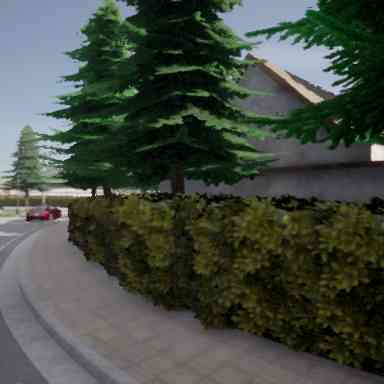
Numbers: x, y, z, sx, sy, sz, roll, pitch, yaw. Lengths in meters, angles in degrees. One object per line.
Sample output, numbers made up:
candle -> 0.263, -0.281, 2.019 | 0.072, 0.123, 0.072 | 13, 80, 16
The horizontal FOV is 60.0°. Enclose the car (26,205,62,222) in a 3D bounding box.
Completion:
car -> -12.910, 1.815, 29.242 | 1.994, 1.385, 4.181 | 0, -1, -5
